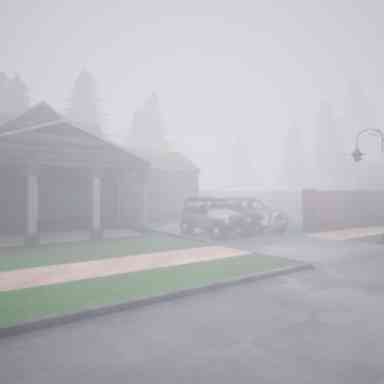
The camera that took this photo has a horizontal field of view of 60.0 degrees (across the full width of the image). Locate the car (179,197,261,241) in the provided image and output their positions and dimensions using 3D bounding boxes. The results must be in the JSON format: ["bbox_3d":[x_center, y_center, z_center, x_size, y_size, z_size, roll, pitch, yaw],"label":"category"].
[{"bbox_3d":[1.018,1.170,15.578,1.905,1.878,3.866,0,0,-36],"label":"car"}]

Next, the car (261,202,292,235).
[{"bbox_3d":[2.835,1.167,17.358,1.932,1.855,4.605,0,0,-36],"label":"car"}]
